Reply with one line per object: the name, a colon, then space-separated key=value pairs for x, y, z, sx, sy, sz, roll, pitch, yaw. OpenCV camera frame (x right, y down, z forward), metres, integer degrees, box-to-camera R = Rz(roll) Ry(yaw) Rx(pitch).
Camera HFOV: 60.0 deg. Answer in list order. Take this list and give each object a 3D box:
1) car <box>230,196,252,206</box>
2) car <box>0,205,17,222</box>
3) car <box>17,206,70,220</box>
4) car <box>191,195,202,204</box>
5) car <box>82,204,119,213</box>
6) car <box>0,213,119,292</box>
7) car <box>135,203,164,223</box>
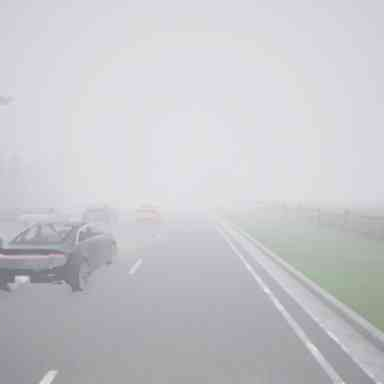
car: x=8.939 y=1.596 z=60.161 sx=3.866 sy=1.878 sz=1.905 roll=0 pitch=0 yaw=0
car: x=-6.898 y=1.275 z=8.113 sx=2.150 sy=2.045 sz=5.566 roll=0 pitch=0 yaw=0
car: x=-10.394 y=1.755 z=23.950 sx=1.895 sy=1.301 sz=4.718 roll=0 pitch=0 yaw=0
car: x=1.246 y=1.991 z=76.157 sx=1.837 sy=1.490 sz=4.892 roll=0 pitch=0 yaw=0
car: x=-6.893 y=1.655 z=25.434 sx=2.128 sy=1.511 sz=4.902 roll=0 pitch=0 yaw=0
car: x=-3.397 y=1.551 z=9.090 sx=2.128 sy=1.511 sz=4.902 roll=0 pitch=0 yaw=0
car: x=-3.392 y=1.651 z=27.041 sx=1.882 sy=1.535 sz=5.008 roll=0 pitch=0 yaw=0
